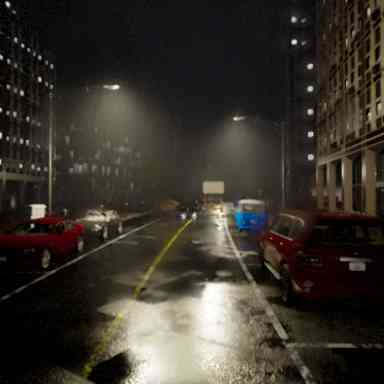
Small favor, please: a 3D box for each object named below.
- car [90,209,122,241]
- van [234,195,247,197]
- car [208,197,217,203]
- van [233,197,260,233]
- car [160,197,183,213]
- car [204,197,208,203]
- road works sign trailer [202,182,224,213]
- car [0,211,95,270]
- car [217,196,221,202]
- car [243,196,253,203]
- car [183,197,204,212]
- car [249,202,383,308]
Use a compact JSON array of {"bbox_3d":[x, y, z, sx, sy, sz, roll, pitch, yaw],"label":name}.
[{"bbox_3d":[-4.772,1.593,16.920,2.008,1.369,4.403,1,0,3],"label":"car"},{"bbox_3d":[6.886,1.435,48.910,1.690,1.788,3.998,1,0,10],"label":"van"},{"bbox_3d":[3.718,1.727,73.221,1.947,1.339,4.313,1,0,14],"label":"car"},{"bbox_3d":[3.439,1.387,19.646,1.690,1.788,3.998,1,0,4],"label":"van"},{"bbox_3d":[-2.640,1.617,39.409,1.752,1.417,4.829,1,0,7],"label":"car"},{"bbox_3d":[1.198,1.706,62.102,1.947,1.339,4.313,1,0,12],"label":"car"},{"bbox_3d":[2.458,0.535,37.960,2.380,3.560,2.880,0,0,8],"label":"road works sign trailer"},{"bbox_3d":[-5.049,1.573,11.235,1.887,1.381,4.507,1,0,2],"label":"car"},{"bbox_3d":[6.628,1.766,84.187,1.802,1.307,4.206,1,0,16],"label":"car"},{"bbox_3d":[13.134,1.703,77.640,1.947,1.339,4.313,1,0,15],"label":"car"},{"bbox_3d":[-0.107,1.636,39.644,2.033,1.411,5.357,0,0,8],"label":"car"},{"bbox_3d":[2.863,1.338,7.950,2.192,1.841,5.009,1,0,2],"label":"car"}]
